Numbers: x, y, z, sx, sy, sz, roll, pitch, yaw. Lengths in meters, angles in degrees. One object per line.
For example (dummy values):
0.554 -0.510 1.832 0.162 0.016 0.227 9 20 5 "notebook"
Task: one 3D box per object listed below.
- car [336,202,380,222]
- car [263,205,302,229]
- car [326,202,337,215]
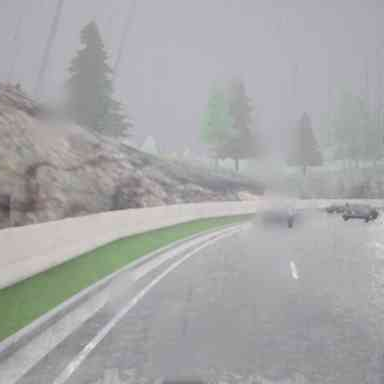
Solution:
13.929 1.656 27.346 2.033 1.411 5.357 0 0 39 "car"
6.016 1.569 22.022 1.812 1.442 4.674 0 0 28 "car"
15.856 1.723 34.659 4.718 1.301 1.895 0 0 -44 "car"
